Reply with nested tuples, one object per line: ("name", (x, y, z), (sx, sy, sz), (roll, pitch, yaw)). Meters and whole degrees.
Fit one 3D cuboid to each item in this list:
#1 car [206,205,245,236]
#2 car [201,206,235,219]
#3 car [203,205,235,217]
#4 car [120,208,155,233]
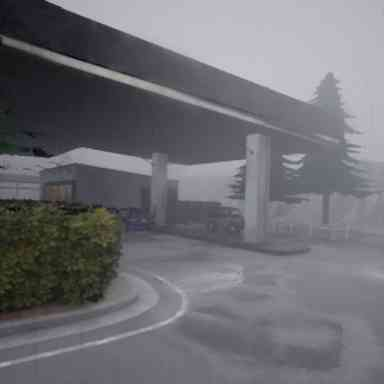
("car", (2.686, 1.980, 23.419), (1.905, 1.878, 3.866), (2, -1, -36))
("car", (3.231, 2.587, 41.643), (1.994, 1.385, 4.181), (2, -1, -35))
("car", (3.776, 2.649, 47.182), (1.837, 1.490, 4.892), (2, -1, -35))
("car", (-4.445, 1.957, 23.639), (2.242, 1.667, 4.611), (2, -1, -36))
